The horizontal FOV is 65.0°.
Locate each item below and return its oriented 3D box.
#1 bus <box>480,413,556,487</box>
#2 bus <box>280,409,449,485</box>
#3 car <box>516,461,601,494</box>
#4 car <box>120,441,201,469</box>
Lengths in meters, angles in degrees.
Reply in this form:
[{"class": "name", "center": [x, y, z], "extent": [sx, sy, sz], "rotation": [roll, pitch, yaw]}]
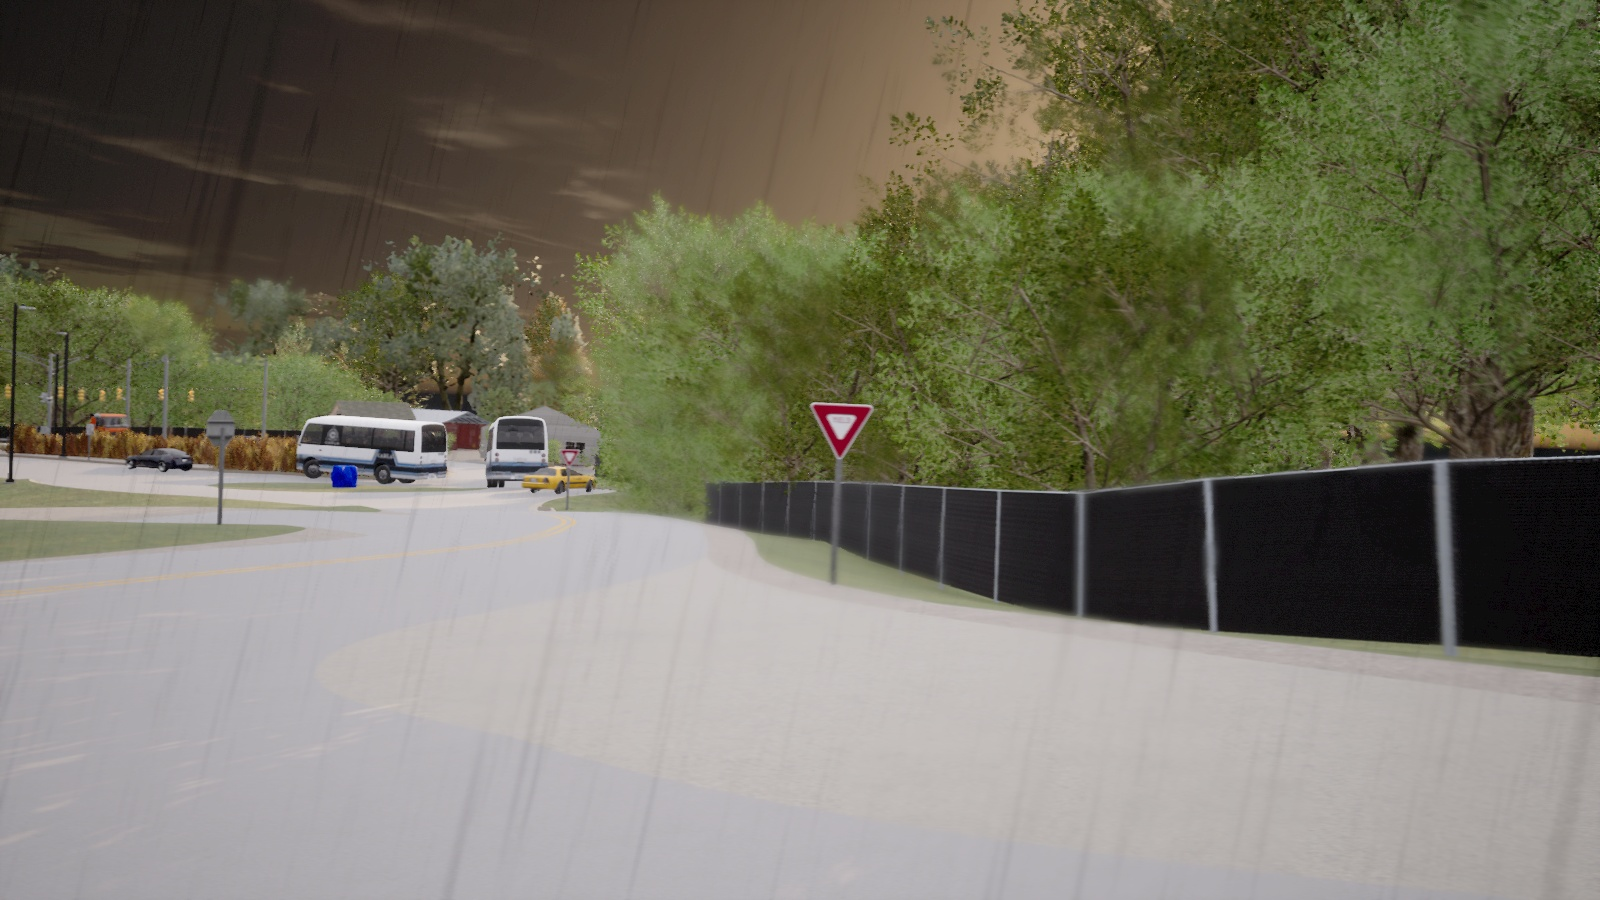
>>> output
[{"class": "bus", "center": [-17.777, 0.150, 78.547], "extent": [3.944, 4.253, 10.273], "rotation": [2, -2, -16]}, {"class": "bus", "center": [-29.167, -0.263, 84.207], "extent": [10.273, 4.253, 3.944], "rotation": [4, 3, 19]}, {"class": "car", "center": [-13.109, 1.453, 68.561], "extent": [1.801, 1.575, 5.366], "rotation": [2, 1, 23]}, {"class": "car", "center": [-42.256, 0.308, 82.947], "extent": [4.792, 1.488, 2.163], "rotation": [4, 2, 24]}]
